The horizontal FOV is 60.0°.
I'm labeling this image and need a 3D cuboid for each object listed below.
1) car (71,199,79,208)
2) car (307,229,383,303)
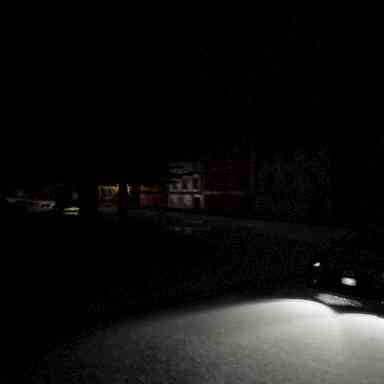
[{"bbox_3d":[-17.036,1.639,50.718,1.812,1.442,4.674,1,-1,-35],"label":"car"},{"bbox_3d":[4.492,1.625,8.124,1.994,1.385,4.181,0,0,43],"label":"car"}]
